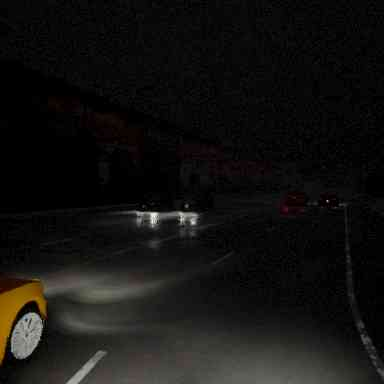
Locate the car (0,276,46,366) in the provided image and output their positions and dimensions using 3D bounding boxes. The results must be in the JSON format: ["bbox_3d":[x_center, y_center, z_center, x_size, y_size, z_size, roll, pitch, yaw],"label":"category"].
[{"bbox_3d":[-3.200,1.421,2.722,1.882,1.535,5.008,0,1,8],"label":"car"}]

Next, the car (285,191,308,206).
[{"bbox_3d":[12.408,0.628,39.309,2.097,1.767,4.553,1,1,25],"label":"car"}]

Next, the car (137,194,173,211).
[{"bbox_3d":[-3.196,0.944,30.853,1.812,1.442,4.674,1,1,25],"label":"car"}]

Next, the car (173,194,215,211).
[{"bbox_3d":[0.558,0.918,30.665,2.128,1.511,4.902,1,1,25],"label":"car"}]

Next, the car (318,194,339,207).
[{"bbox_3d":[15.153,0.886,36.919,1.994,1.385,4.181,1,1,25],"label":"car"}]
